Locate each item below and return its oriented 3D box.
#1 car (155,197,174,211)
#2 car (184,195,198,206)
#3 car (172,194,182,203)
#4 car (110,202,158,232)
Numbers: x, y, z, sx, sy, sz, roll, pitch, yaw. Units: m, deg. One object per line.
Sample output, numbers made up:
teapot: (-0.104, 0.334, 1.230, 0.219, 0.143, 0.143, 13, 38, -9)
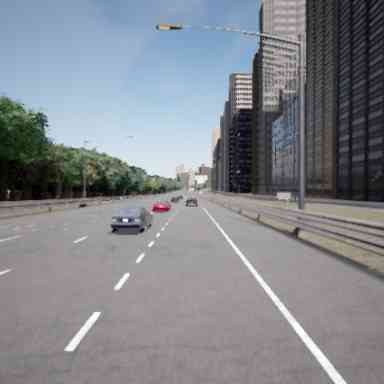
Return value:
car: (-3.579, 1.590, 40.099, 1.994, 1.385, 4.181, 0, 0, 0)
car: (-0.055, 1.567, 56.489, 1.837, 1.490, 4.892, 0, 0, 0)
car: (-3.775, 1.611, 74.640, 1.837, 1.490, 4.892, 0, 0, 0)
car: (-3.519, 1.550, 20.072, 2.033, 1.411, 5.357, 0, 0, 0)
